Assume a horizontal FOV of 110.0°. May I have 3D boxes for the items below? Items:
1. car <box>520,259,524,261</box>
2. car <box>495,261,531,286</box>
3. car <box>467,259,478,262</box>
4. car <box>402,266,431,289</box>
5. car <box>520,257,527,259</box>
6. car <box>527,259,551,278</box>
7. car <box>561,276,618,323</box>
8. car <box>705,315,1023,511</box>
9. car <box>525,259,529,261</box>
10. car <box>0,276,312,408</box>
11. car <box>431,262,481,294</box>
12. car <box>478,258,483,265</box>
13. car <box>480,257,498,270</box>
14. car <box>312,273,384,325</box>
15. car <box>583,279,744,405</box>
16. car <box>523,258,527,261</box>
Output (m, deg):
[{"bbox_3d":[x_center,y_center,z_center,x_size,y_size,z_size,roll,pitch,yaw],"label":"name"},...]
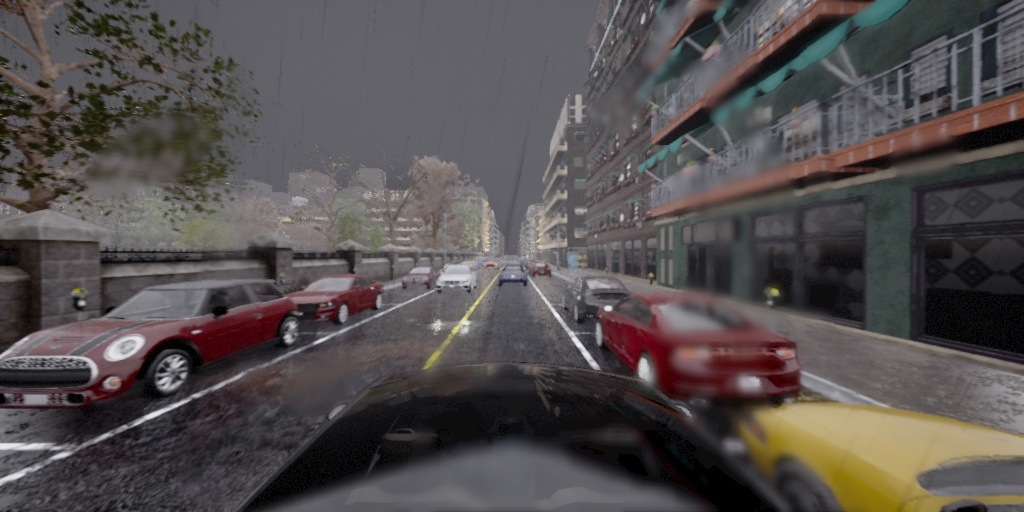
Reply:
[{"bbox_3d":[0.104,1.332,43.358,1.895,1.301,4.718,0,0,0],"label":"car"},{"bbox_3d":[0.082,1.301,25.410,1.994,1.385,4.181,0,0,1],"label":"car"},{"bbox_3d":[-5.676,1.256,44.856,1.751,1.417,4.829,0,0,0],"label":"car"},{"bbox_3d":[-5.683,1.320,22.885,1.802,1.307,4.207,0,0,0],"label":"car"},{"bbox_3d":[2.708,1.170,56.094,1.967,1.591,4.097,0,0,0],"label":"car"},{"bbox_3d":[2.701,1.279,33.953,1.888,1.381,4.507,0,0,0],"label":"car"},{"bbox_3d":[2.694,1.295,11.813,2.007,1.370,4.403,0,0,0],"label":"car"},{"bbox_3d":[2.691,1.276,0.912,1.751,1.417,4.829,0,0,0],"label":"car"},{"bbox_3d":[2.703,1.277,39.488,1.888,1.381,4.507,0,0,0],"label":"car"},{"bbox_3d":[-5.688,1.187,6.280,1.967,1.591,4.097,0,0,0],"label":"car"},{"bbox_3d":[-3.041,1.265,20.554,1.812,1.442,4.674,0,0,1],"label":"car"},{"bbox_3d":[-5.674,1.280,50.561,2.007,1.370,4.403,0,0,0],"label":"car"},{"bbox_3d":[-3.052,1.083,52.546,2.097,1.767,4.553,0,0,0],"label":"car"},{"bbox_3d":[-5.686,1.289,11.815,1.888,1.381,4.507,0,0,0],"label":"car"},{"bbox_3d":[2.692,1.292,6.277,1.888,1.381,4.507,0,0,0],"label":"car"},{"bbox_3d":[2.706,1.296,50.559,1.948,1.339,4.313,0,0,0],"label":"car"}]
